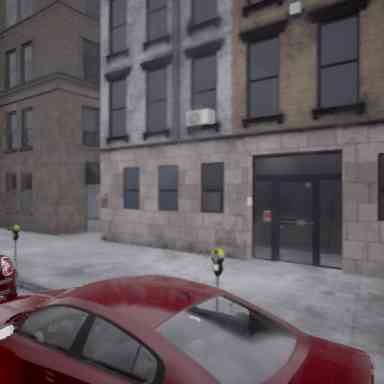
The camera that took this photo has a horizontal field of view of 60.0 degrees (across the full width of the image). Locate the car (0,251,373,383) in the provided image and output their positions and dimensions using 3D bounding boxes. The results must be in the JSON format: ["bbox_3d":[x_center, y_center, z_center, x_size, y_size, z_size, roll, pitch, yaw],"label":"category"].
[{"bbox_3d":[-0.686,1.537,3.299,4.507,1.381,1.887,0,0,35],"label":"car"}]
